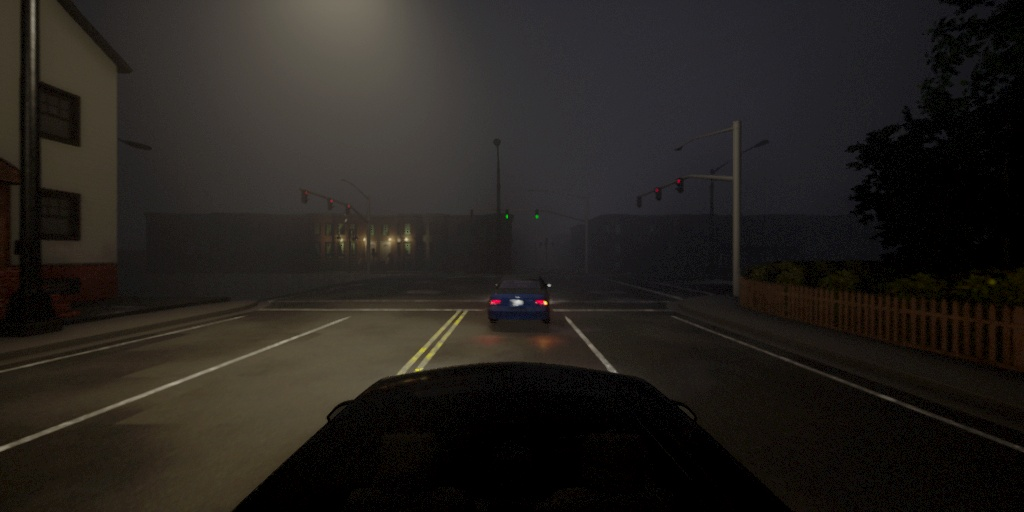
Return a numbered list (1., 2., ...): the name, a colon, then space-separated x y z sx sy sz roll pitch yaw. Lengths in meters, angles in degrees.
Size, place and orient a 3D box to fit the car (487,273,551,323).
1. car: 0.336 1.278 12.020 2.033 1.411 5.357 0 0 4
